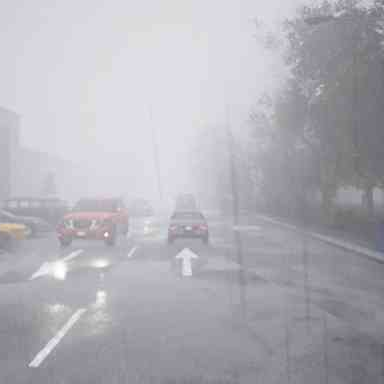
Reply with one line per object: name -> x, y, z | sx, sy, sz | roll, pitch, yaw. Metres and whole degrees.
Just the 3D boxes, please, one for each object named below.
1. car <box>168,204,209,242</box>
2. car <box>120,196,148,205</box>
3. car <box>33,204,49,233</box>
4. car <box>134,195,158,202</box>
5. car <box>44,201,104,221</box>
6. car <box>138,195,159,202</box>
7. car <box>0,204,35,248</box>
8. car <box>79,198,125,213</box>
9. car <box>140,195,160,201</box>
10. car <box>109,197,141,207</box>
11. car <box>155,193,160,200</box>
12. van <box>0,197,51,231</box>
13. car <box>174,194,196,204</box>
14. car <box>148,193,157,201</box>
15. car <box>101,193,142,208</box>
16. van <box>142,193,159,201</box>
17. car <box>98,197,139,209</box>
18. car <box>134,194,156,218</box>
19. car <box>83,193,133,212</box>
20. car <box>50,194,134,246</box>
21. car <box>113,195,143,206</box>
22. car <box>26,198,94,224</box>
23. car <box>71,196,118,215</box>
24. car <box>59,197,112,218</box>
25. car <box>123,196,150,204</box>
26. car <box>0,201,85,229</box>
car -> -0.205, 1.548, 16.232 | 2.033, 1.411, 5.357 | 0, 0, -1
car -> -10.673, 1.583, 61.410 | 4.792, 1.488, 2.163 | -1, 0, -21
car -> -9.743, 1.533, 16.369 | 4.674, 1.452, 2.002 | -1, 0, -21
car -> -10.961, 1.617, 79.467 | 5.366, 1.575, 1.946 | -1, 0, -21
car -> -10.010, 1.535, 28.380 | 4.674, 1.452, 2.002 | -1, 0, -21
car -> -11.552, 1.648, 88.340 | 5.366, 1.575, 1.946 | -1, 0, -22
car -> -9.492, 1.487, 13.433 | 5.366, 1.575, 1.946 | -1, 0, -21
car -> -10.173, 1.530, 37.403 | 4.792, 1.488, 2.163 | -1, 0, -21
car -> -11.483, 1.629, 91.411 | 5.008, 1.535, 2.097 | -1, 0, -22
car -> -10.504, 1.568, 52.394 | 4.674, 1.452, 2.002 | -1, 0, -21
car -> -10.884, 1.605, 76.466 | 5.366, 1.575, 1.946 | -1, 0, -21
van -> -9.919, 1.269, 19.323 | 4.442, 1.987, 1.878 | -1, 0, -21
car -> -0.714, 1.228, 35.814 | 2.150, 2.045, 5.566 | 0, 0, -2
car -> -10.989, 1.600, 73.398 | 4.892, 1.521, 2.231 | -1, 0, -21
car -> -10.436, 1.269, 49.417 | 5.566, 2.045, 2.435 | -1, 0, -21
van -> -11.684, 1.377, 94.352 | 4.442, 1.987, 1.878 | -1, 1, -22
car -> -10.211, 1.509, 46.463 | 5.366, 1.575, 1.946 | -1, 0, -21
car -> -4.724, 1.357, 30.078 | 2.097, 1.767, 4.553 | 0, 0, -1
car -> -10.238, 1.253, 40.403 | 5.566, 2.045, 2.435 | -1, 0, -21
car -> -4.341, 1.246, 15.605 | 2.150, 2.045, 5.566 | 0, 0, -1
car -> -10.603, 1.411, 55.389 | 4.553, 1.767, 2.185 | -1, 0, -21
car -> -9.978, 1.369, 25.372 | 4.553, 1.767, 2.185 | -1, 0, -21
car -> -10.105, 1.372, 34.390 | 4.553, 1.767, 2.185 | -1, 0, -21
car -> -10.042, 1.370, 31.389 | 4.553, 1.767, 2.185 | -1, 0, -21
car -> -10.770, 1.605, 64.400 | 4.674, 1.452, 2.002 | -1, -1, -21
car -> -9.869, 1.493, 22.371 | 5.008, 1.535, 2.097 | -1, 0, -21
